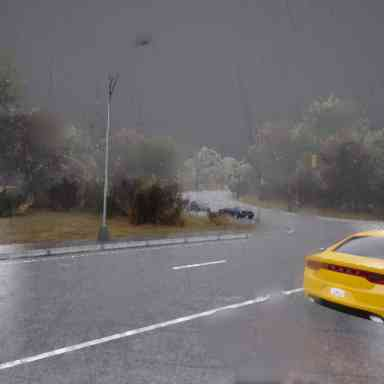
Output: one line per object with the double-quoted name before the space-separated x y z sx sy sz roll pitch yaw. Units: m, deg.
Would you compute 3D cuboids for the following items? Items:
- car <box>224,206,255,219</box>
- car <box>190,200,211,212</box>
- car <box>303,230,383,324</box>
"car" 4.706 2.145 35.463 1.895 1.301 4.718 3 -1 -22
"car" 1.120 1.895 45.269 1.837 1.490 4.892 2 1 -18
"car" 4.431 1.544 6.915 5.008 1.535 1.882 1 -1 -35
